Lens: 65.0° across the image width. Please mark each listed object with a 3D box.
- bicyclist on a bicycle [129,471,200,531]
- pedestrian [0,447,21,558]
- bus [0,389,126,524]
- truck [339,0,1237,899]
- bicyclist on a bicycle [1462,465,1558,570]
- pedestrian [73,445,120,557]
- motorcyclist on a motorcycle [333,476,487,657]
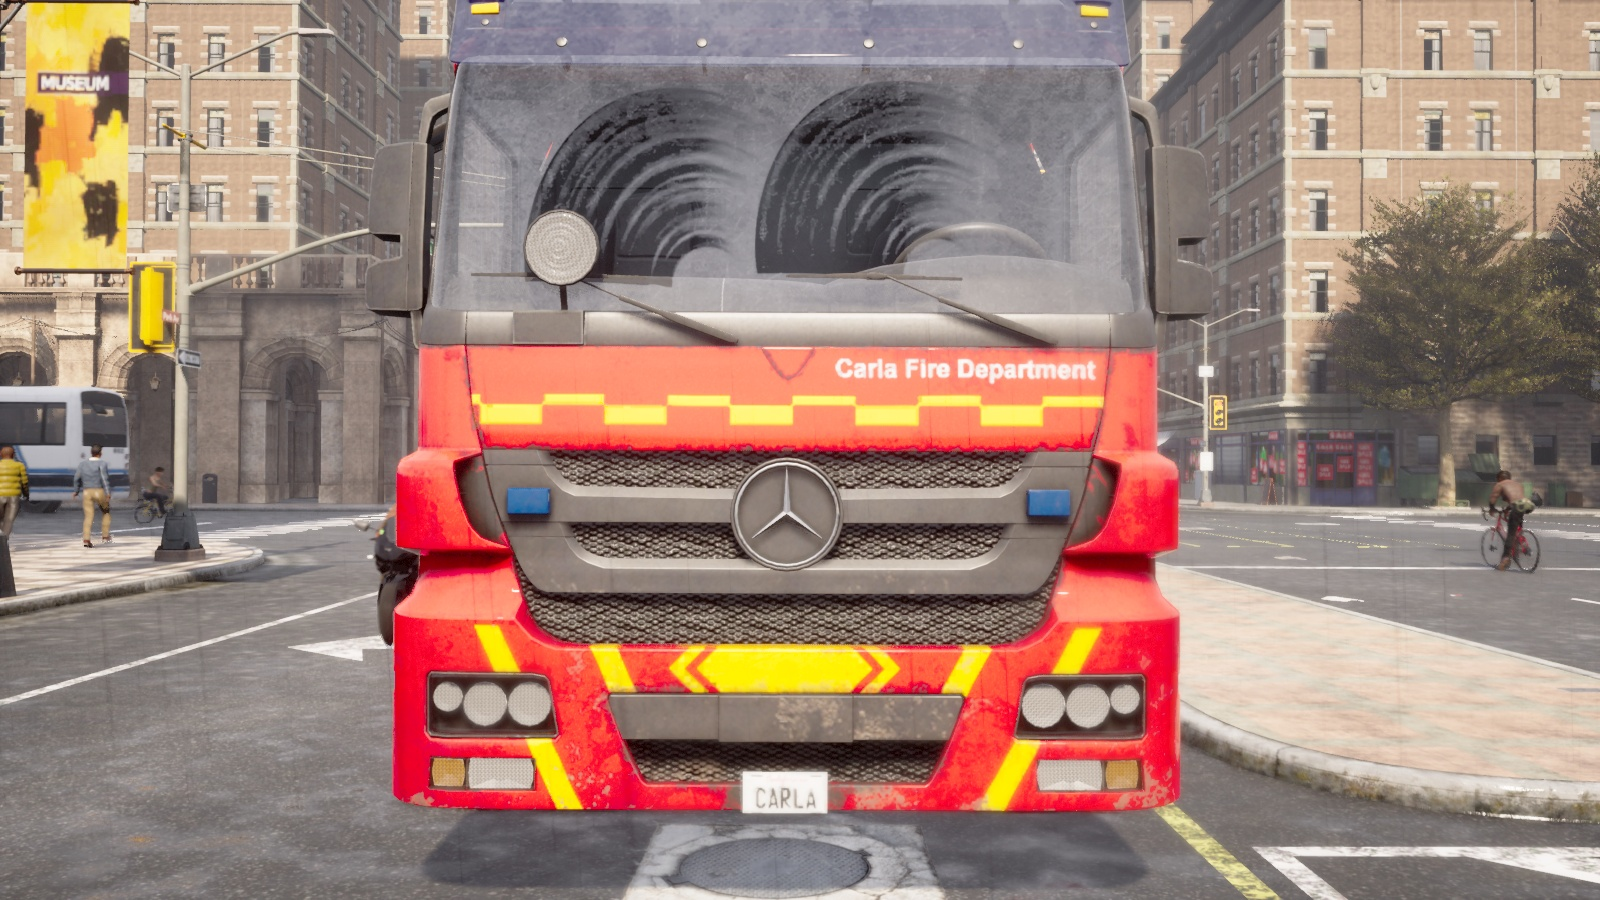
[{"bbox_3d":[-17.556,1.403,34.724,1.509,1.612,0.866,0,-1,-1],"label":"bicyclist on a bicycle"},{"bbox_3d":[-13.434,0.881,21.240,0.370,1.835,0.726,0,-1,-27],"label":"pedestrian"},{"bbox_3d":[-28.575,0.250,41.654,10.273,4.253,3.944,0,-1,0],"label":"bus"},{"bbox_3d":[-0.054,-0.211,8.305,2.891,3.827,8.468,0,-1,0],"label":"truck"},{"bbox_3d":[11.413,1.061,20.248,0.582,1.620,1.656,0,-1,0],"label":"bicyclist on a bicycle"},{"bbox_3d":[-12.436,0.893,22.210,0.423,1.949,0.788,0,-1,-4],"label":"pedestrian"},{"bbox_3d":[-3.555,1.006,11.647,0.797,1.523,2.044,0,-1,0],"label":"motorcyclist on a motorcycle"}]
